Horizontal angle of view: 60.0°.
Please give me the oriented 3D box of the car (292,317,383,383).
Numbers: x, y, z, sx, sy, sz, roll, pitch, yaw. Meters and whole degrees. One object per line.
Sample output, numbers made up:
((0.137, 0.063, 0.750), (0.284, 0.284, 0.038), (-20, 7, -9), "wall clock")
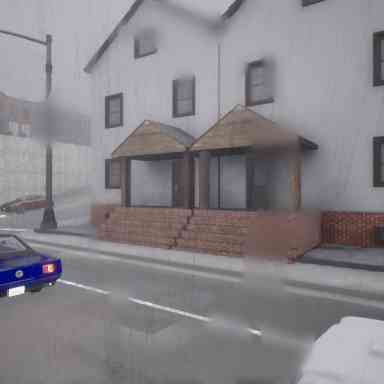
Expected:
((2.984, 1.601, 1.853), (4.718, 1.301, 1.895), (0, 0, 36), "car")

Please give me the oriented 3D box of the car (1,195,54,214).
((-14.385, 0.973, 29.266), (1.994, 1.385, 4.181), (0, 7, 35), "car")

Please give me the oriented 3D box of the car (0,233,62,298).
((-5.131, 1.601, 7.632), (4.718, 1.301, 1.895), (0, 0, 36), "car")
